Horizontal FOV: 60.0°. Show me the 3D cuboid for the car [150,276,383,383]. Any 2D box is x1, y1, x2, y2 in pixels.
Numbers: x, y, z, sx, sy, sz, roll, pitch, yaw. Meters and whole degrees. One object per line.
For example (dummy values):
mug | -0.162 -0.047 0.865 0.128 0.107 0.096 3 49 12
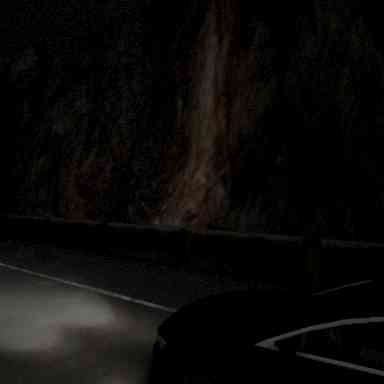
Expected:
car | 1.814 1.491 2.699 4.902 1.511 2.128 0 0 35
